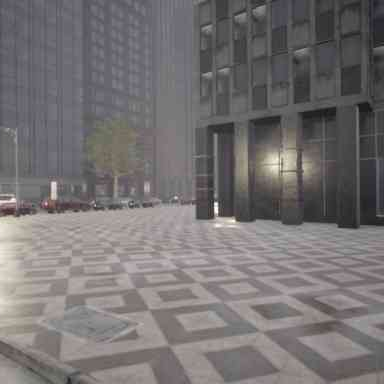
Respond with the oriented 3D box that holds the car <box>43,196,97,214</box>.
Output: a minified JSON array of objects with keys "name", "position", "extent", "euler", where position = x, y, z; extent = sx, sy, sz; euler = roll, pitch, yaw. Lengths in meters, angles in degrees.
[{"name":"car","position":[-12.929,1.297,34.555],"extent":[2.192,1.841,5.009],"euler":[-1,0,35]}]

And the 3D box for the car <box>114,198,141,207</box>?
[{"name":"car","position":[-10.319,1.621,53.320],"extent":[1.802,1.307,4.206],"euler":[-1,0,35]}]

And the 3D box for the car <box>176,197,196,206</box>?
[{"name":"car","position":[-0.104,1.469,53.108],"extent":[1.887,1.381,4.507],"euler":[-1,0,35]}]

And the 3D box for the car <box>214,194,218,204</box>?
[{"name":"car","position":[3.100,1.229,57.748],"extent":[2.192,1.841,5.009],"euler":[-1,0,35]}]

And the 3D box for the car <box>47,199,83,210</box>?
[{"name":"car","position":[-16.732,1.650,44.042],"extent":[1.802,1.307,4.206],"euler":[-1,0,35]}]

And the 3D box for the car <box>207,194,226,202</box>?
[{"name":"car","position":[5.711,1.305,76.518],"extent":[2.192,1.841,5.009],"euler":[-1,0,35]}]

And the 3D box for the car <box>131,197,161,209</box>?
[{"name":"car","position":[-6.516,1.516,43.830],"extent":[1.947,1.339,4.313],"euler":[-1,0,35]}]

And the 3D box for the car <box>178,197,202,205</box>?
[{"name":"car","position":[-0.298,1.513,57.339],"extent":[1.994,1.385,4.181],"euler":[-1,0,34]}]

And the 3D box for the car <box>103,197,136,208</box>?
[{"name":"car","position":[-10.415,1.541,48.317],"extent":[1.812,1.442,4.674],"euler":[-1,-1,35]}]

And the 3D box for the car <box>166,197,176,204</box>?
[{"name":"car","position":[-3.906,1.583,62.600],"extent":[1.947,1.339,4.313],"euler":[-1,0,35]}]

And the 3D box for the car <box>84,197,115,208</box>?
[{"name":"car","position":[-13.527,1.493,48.681],"extent":[1.967,1.590,4.097],"euler":[-1,0,35]}]

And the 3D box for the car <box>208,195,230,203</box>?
[{"name":"car","position":[5.374,1.424,65.560],"extent":[2.128,1.511,4.902],"euler":[-1,0,35]}]

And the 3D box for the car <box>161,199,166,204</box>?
[{"name":"car","position":[-7.210,1.553,57.819],"extent":[1.752,1.417,4.829],"euler":[-1,0,35]}]

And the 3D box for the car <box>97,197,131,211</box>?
[{"name":"car","position":[-9.721,1.531,39.192],"extent":[1.947,1.339,4.313],"euler":[-1,0,35]}]

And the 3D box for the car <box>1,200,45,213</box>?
[{"name":"car","position":[-19.938,1.651,39.403],"extent":[1.947,1.339,4.313],"euler":[-1,0,35]}]

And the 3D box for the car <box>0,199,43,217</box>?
[{"name":"car","position":[-16.133,1.583,29.914],"extent":[1.802,1.307,4.206],"euler":[-1,0,35]}]

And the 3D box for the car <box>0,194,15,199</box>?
[{"name":"car","position":[-20.607,1.287,33.577],"extent":[2.150,2.045,5.566],"euler":[-1,0,36]}]
